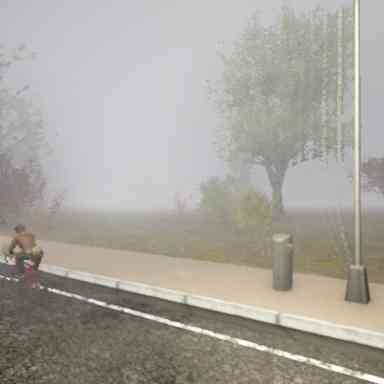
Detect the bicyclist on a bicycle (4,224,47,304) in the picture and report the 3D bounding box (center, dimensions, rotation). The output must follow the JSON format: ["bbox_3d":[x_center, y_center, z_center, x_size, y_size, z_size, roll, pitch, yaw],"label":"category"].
[{"bbox_3d":[-3.595,1.522,7.145,1.656,1.620,0.582,-1,-1,35],"label":"bicyclist on a bicycle"}]
